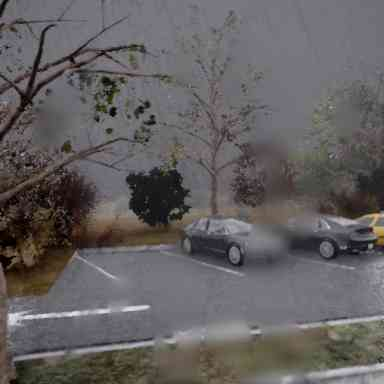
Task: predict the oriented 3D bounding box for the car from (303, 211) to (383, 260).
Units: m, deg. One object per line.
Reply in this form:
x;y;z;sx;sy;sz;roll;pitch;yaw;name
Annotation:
4.630;1.616;13.100;2.231;1.521;4.892;-1;-2;-33;car

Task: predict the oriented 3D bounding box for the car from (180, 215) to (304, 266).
1.316;1.664;12.369;2.231;1.521;4.892;0;-2;-33;car
